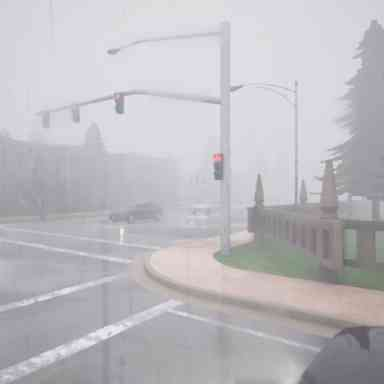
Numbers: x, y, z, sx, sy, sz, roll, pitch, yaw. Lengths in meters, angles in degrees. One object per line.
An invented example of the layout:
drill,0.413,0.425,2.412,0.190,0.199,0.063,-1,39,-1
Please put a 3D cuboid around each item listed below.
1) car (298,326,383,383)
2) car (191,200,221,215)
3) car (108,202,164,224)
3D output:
car,3.257,1.547,1.597,5.357,1.411,2.033,0,0,38
car,1.807,1.535,33.702,1.812,1.442,4.674,0,0,36
car,-4.174,1.514,25.333,1.837,1.490,4.892,0,0,35
